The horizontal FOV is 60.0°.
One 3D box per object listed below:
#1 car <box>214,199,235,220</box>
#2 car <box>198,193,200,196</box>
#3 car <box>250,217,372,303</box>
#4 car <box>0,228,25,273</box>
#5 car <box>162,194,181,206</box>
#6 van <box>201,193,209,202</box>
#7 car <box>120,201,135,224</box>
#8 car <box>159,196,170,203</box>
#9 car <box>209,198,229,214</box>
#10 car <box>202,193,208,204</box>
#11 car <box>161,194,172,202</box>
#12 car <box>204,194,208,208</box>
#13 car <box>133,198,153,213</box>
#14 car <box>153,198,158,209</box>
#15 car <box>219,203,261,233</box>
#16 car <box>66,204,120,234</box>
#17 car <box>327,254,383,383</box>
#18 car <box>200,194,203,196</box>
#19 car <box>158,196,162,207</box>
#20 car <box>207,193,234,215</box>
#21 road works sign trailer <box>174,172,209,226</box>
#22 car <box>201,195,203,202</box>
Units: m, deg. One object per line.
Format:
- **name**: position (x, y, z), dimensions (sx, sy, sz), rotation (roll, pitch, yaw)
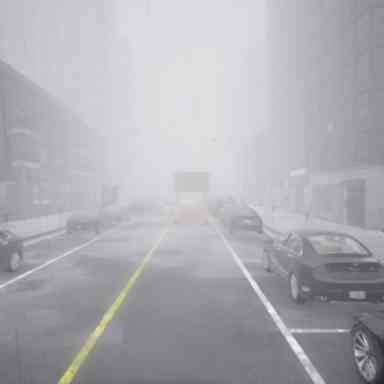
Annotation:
- **car**: position (2.853, 1.477, 24.674), dimensions (1.752, 1.417, 4.829), rotation (0, 0, 0)
- **car**: position (2.843, 1.175, 68.693), dimensions (2.192, 1.841, 5.009), rotation (0, 0, 0)
- **car**: position (2.856, 1.536, 7.934), dimensions (2.008, 1.369, 4.403), rotation (0, 0, 0)
- **car**: position (-5.670, 1.535, 7.909), dimensions (2.008, 1.369, 4.403), rotation (0, 0, 0)
- **car**: position (-3.075, 1.422, 50.886), dimensions (1.812, 1.442, 4.674), rotation (0, 0, 0)
- **van**: position (2.842, 1.190, 74.216), dimensions (1.690, 1.788, 3.998), rotation (0, 0, 0)
- **car**: position (-5.674, 1.534, 24.484), dimensions (1.802, 1.307, 4.206), rotation (0, 0, 0)
- **car**: position (-5.683, 1.426, 68.685), dimensions (1.947, 1.339, 4.313), rotation (0, 0, 0)
- **car**: position (2.850, 1.454, 35.722), dimensions (1.752, 1.417, 4.829), rotation (0, 0, 0)
- **car**: position (2.848, 1.346, 46.599), dimensions (1.967, 1.590, 4.097), rotation (0, 0, 0)
- **car**: position (-5.684, 1.288, 74.210), dimensions (1.967, 1.590, 4.097), rotation (0, 0, 0)
- **car**: position (2.849, 1.357, 41.075), dimensions (1.967, 1.590, 4.097), rotation (0, 0, 0)
- **car**: position (-5.675, 1.473, 35.534), dimensions (1.887, 1.381, 4.507), rotation (0, 0, 0)
- **car**: position (-5.677, 1.483, 41.059), dimensions (1.947, 1.339, 4.313), rotation (0, 0, 0)
- **car**: position (2.854, 1.529, 18.981), dimensions (1.947, 1.339, 4.313), rotation (0, 0, 0)
- **car**: position (-5.672, 1.508, 18.959), dimensions (1.887, 1.381, 4.507), rotation (0, 0, 0)
- **car**: position (2.857, 1.561, 2.409), dimensions (1.947, 1.339, 4.313), rotation (0, 0, 0)
- **car**: position (2.845, 1.434, 57.646), dimensions (2.008, 1.369, 4.403), rotation (0, 0, 0)
- **car**: position (-5.678, 1.471, 46.584), dimensions (1.947, 1.339, 4.313), rotation (0, 0, 0)
- **car**: position (2.852, 1.255, 30.027), dimensions (2.192, 1.841, 5.009), rotation (0, 0, 0)
- **road works sign trailer**: position (-0.005, 0.420, 22.882), dimensions (2.380, 3.560, 2.880), rotation (0, 0, 0)
- **car**: position (2.847, 1.445, 52.122), dimensions (2.008, 1.369, 4.403), rotation (0, 0, 0)
